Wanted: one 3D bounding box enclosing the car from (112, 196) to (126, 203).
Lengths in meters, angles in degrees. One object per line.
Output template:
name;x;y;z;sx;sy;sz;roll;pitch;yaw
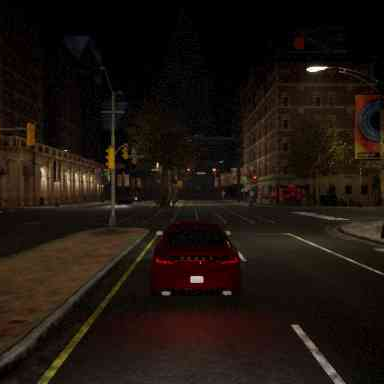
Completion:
car;-14.987;1.594;68.869;1.895;1.301;4.718;0;0;0

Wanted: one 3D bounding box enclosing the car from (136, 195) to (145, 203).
car;-11.737;1.540;68.815;2.033;1.411;5.357;0;0;0

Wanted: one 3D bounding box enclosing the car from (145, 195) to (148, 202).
car;-11.773;1.477;79.294;1.882;1.535;5.008;0;0;0

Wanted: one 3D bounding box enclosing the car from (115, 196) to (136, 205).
car;-11.759;1.601;58.742;1.895;1.301;4.718;0;0;0

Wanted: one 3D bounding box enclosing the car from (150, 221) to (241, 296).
car;0.053;1.478;8.669;1.882;1.535;5.008;0;0;-1
